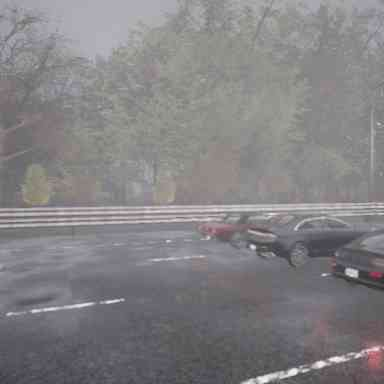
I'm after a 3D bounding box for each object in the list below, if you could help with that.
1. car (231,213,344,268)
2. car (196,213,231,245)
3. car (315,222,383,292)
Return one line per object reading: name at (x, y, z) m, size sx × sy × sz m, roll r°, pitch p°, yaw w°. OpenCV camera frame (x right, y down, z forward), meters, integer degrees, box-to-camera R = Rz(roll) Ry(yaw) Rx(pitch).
car at (4.063, 1.465, 11.061) m, size 4.902 × 1.511 × 2.128 m, roll 0°, pitch 0°, yaw -23°
car at (2.687, 1.545, 14.282) m, size 4.718 × 1.301 × 1.895 m, roll 0°, pitch 0°, yaw -23°
car at (5.442, 1.528, 7.851) m, size 4.674 × 1.442 × 1.812 m, roll 0°, pitch 0°, yaw -23°
